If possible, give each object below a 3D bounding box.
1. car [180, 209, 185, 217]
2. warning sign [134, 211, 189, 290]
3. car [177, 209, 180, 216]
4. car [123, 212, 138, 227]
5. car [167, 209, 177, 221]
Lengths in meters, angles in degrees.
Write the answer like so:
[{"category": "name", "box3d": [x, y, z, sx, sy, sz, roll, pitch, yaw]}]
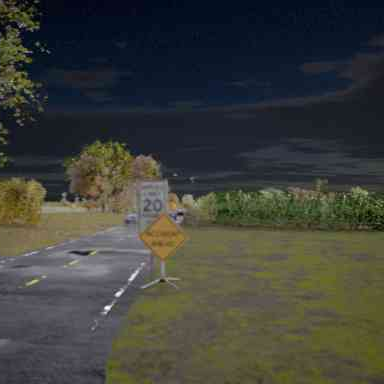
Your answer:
[{"category": "car", "box3d": [-2.594, 4.312, 68.630, 1.882, 1.535, 5.008, 0, -2, 0]}, {"category": "warning sign", "box3d": [-0.760, 1.463, 8.683, 1.300, 1.860, 1.060, 1, -2, 0]}, {"category": "car", "box3d": [-3.460, 3.463, 51.535, 2.097, 1.767, 4.553, 0, -3, 0]}, {"category": "car", "box3d": [-6.205, 2.945, 36.552, 1.882, 1.535, 5.008, 0, -2, 0]}, {"category": "car", "box3d": [-3.362, 3.155, 40.785, 2.128, 1.511, 4.902, 0, -2, 0]}]
